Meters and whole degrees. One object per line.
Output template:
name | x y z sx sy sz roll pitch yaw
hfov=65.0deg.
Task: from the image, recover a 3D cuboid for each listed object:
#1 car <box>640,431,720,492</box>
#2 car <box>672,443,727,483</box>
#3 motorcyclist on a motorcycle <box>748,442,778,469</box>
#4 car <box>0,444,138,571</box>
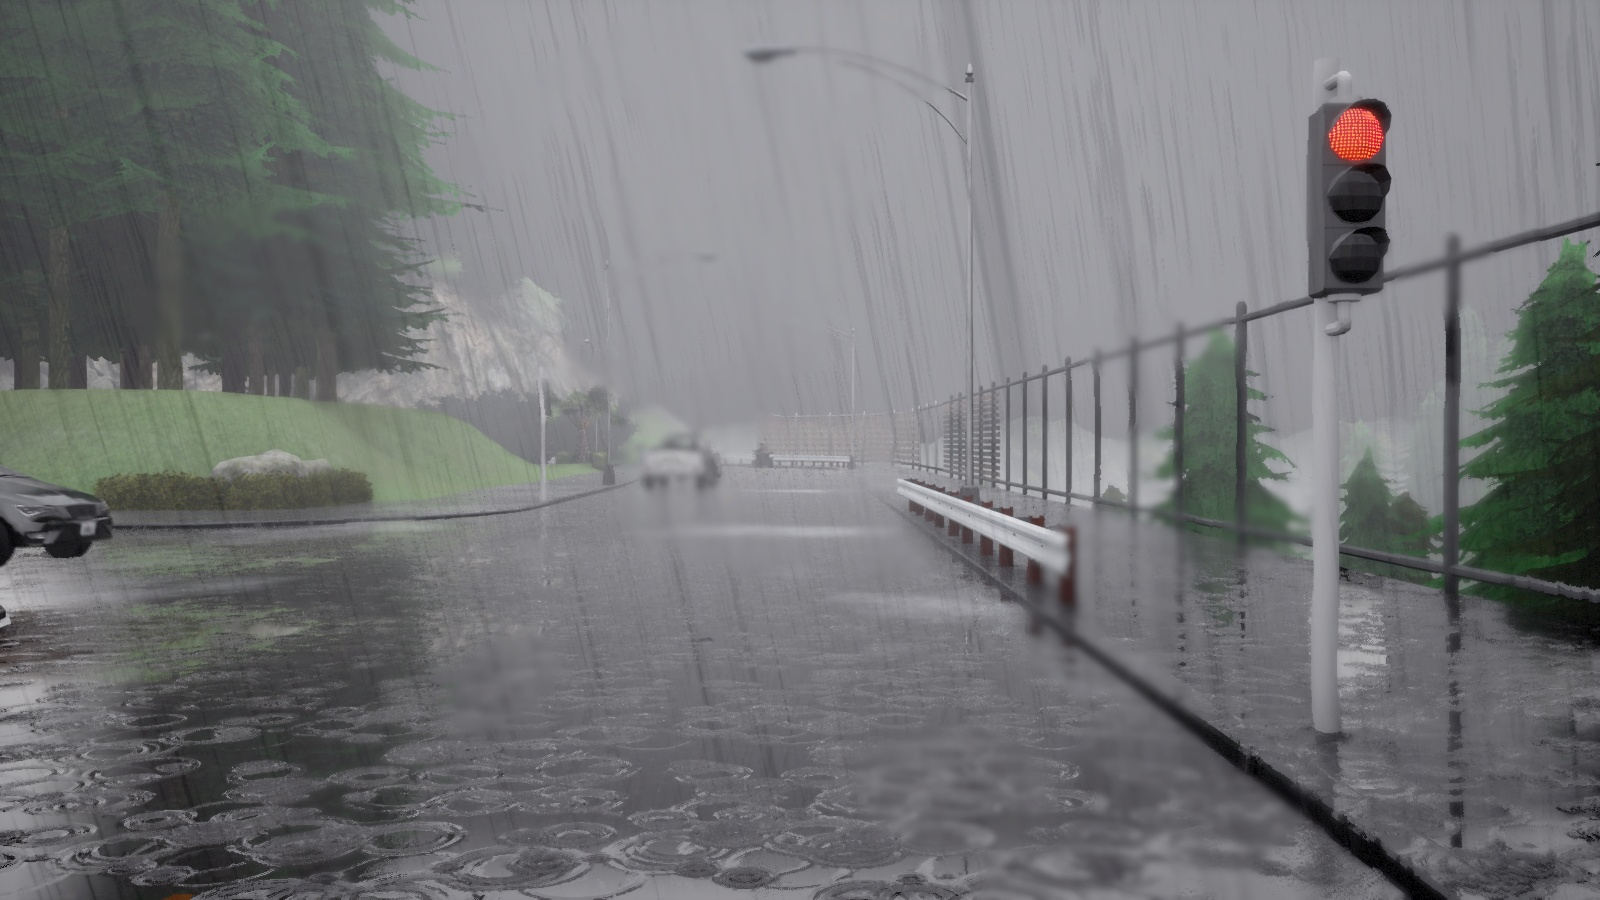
car | -3.834 0.330 40.803 1.932 1.855 4.605 0 0 3
car | -3.912 0.478 49.425 1.845 1.501 3.633 0 0 0
motorcyclist on a motorcycle | -2.134 0.318 72.680 0.797 1.523 2.044 -2 1 -31
car | -10.824 0.663 15.675 4.193 1.474 1.816 0 0 4
